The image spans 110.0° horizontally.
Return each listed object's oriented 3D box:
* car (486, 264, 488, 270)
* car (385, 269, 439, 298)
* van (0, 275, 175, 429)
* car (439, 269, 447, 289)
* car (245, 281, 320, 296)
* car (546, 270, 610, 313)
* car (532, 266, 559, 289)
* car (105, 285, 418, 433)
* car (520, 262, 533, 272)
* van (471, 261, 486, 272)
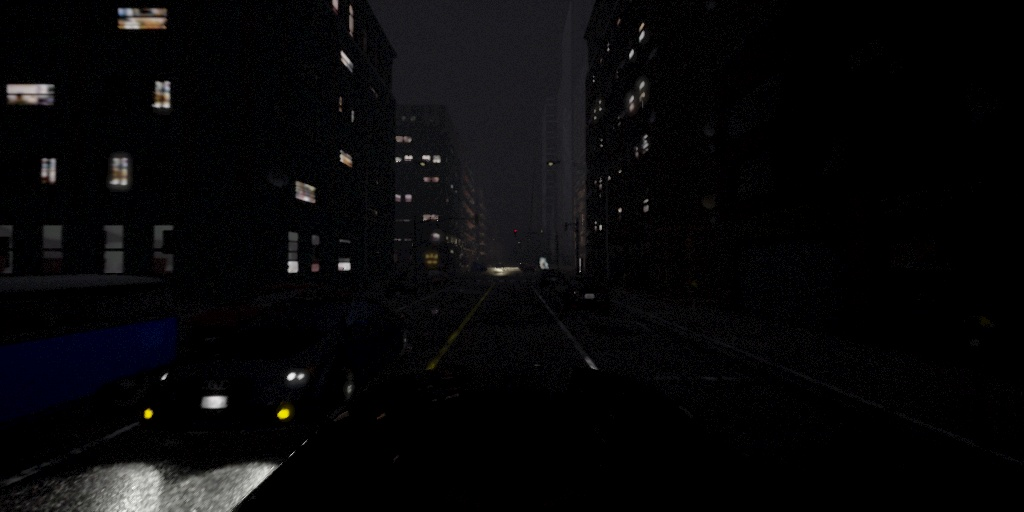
[{"bbox_3d":[-5.672,1.752,63.522,2.192,1.841,5.009,0,0,0],"label":"car"},{"bbox_3d":[-5.684,1.514,20.079,1.948,1.339,4.313,0,0,0],"label":"car"},{"bbox_3d":[-5.689,1.110,3.510,1.690,1.789,3.998,0,0,0],"label":"van"},{"bbox_3d":[-5.682,1.591,25.602,1.802,1.307,4.207,0,0,0],"label":"car"},{"bbox_3d":[-5.687,1.374,9.033,1.888,1.381,4.507,0,0,0],"label":"car"},{"bbox_3d":[2.696,1.454,14.542,1.948,1.339,4.313,0,0,0],"label":"car"},{"bbox_3d":[2.699,1.575,25.588,1.948,1.339,4.313,0,0,0],"label":"car"},{"bbox_3d":[-3.099,1.357,5.728,1.994,1.385,4.181,0,-1,0],"label":"car"},{"bbox_3d":[2.708,1.956,57.991,1.802,1.307,4.207,0,0,0],"label":"car"},{"bbox_3d":[-5.674,1.714,57.994,1.690,1.789,3.998,0,0,0],"label":"van"}]
